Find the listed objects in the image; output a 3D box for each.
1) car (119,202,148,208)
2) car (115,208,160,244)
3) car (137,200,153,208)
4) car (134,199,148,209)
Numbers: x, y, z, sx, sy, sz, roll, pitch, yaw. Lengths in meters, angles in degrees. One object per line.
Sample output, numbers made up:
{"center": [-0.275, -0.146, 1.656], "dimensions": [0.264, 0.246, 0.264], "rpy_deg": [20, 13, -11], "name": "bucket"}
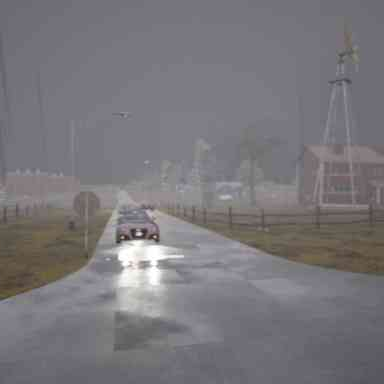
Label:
{"center": [-5.009, 1.814, 26.831], "dimensions": [2.033, 1.411, 5.357], "rpy_deg": [0, -1, -12], "name": "car"}
{"center": [-2.808, 1.706, 16.658], "dimensions": [1.994, 1.385, 4.181], "rpy_deg": [0, -1, -13], "name": "car"}
{"center": [-7.017, 2.005, 50.032], "dimensions": [2.097, 1.767, 4.553], "rpy_deg": [0, -1, -12], "name": "car"}
{"center": [-9.373, 2.224, 60.912], "dimensions": [2.097, 1.767, 4.553], "rpy_deg": [0, -1, -12], "name": "car"}
